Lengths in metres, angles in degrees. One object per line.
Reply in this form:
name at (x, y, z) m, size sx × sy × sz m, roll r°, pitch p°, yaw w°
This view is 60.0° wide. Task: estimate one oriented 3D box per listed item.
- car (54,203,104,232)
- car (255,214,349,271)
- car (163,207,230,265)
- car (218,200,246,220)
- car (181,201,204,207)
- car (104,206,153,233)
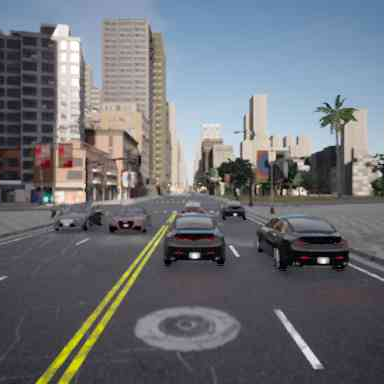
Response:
car at (-6.641, 1.458, 20.046) m, size 2.128 × 1.511 × 4.902 m, roll 0°, pitch 0°, yaw 0°
car at (3.322, 1.484, 10.847) m, size 1.837 × 1.490 × 4.892 m, roll 0°, pitch 0°, yaw 0°
car at (0.070, 1.483, 11.517) m, size 1.837 × 1.490 × 4.892 m, roll 0°, pitch 0°, yaw 0°
car at (3.276, 1.461, 27.662) m, size 1.837 × 1.490 × 4.892 m, roll 0°, pitch 0°, yaw 0°
car at (0.046, 1.482, 28.247) m, size 1.812 × 1.442 × 4.674 m, roll 0°, pitch 0°, yaw 0°
car at (-3.391, 1.531, 19.060) m, size 1.994 × 1.385 × 4.181 m, roll 0°, pitch 0°, yaw 0°
